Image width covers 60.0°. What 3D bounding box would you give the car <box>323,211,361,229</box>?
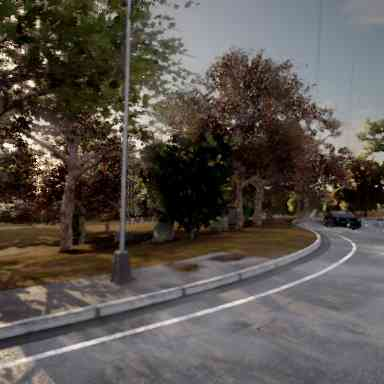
[{"bbox_3d":[11.855,2.166,26.491,1.895,1.301,4.718,1,-1,11],"label":"car"}]
